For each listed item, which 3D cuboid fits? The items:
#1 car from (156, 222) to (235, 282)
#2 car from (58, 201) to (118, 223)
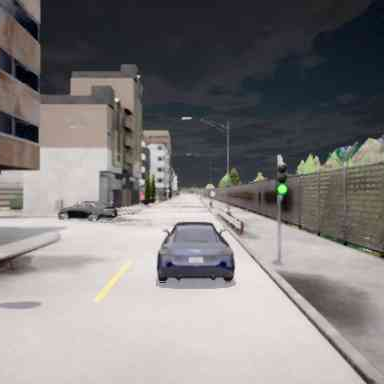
[{"bbox_3d":[0.067,1.553,9.793,1.994,1.385,4.181,0,0,-1],"label":"car"},{"bbox_3d":[-7.958,1.468,25.327,4.902,1.511,2.128,0,0,25],"label":"car"}]
